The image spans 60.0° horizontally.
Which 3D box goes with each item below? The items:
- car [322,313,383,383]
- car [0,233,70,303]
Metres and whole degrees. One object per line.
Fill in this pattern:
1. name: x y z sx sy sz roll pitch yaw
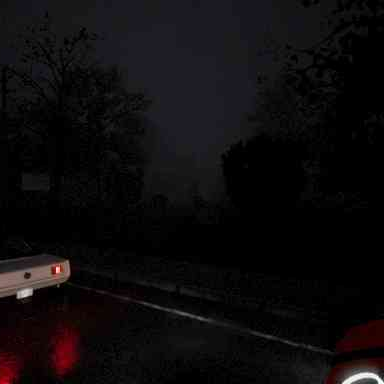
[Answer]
1. car: 3.101 1.352 1.815 4.553 1.767 2.097 0 0 35
2. car: -4.920 1.601 7.494 4.718 1.301 1.895 0 0 35
